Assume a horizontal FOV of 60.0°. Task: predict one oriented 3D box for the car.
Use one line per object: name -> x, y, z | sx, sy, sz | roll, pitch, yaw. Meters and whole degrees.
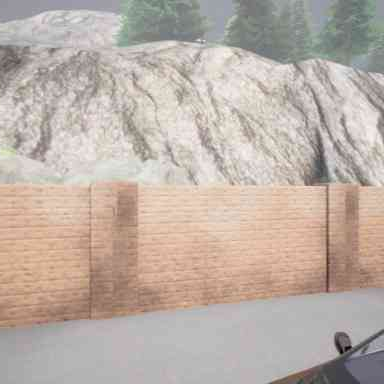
car -> 2.148, 1.492, 1.920 | 4.902, 1.511, 2.128 | 0, 0, -18
